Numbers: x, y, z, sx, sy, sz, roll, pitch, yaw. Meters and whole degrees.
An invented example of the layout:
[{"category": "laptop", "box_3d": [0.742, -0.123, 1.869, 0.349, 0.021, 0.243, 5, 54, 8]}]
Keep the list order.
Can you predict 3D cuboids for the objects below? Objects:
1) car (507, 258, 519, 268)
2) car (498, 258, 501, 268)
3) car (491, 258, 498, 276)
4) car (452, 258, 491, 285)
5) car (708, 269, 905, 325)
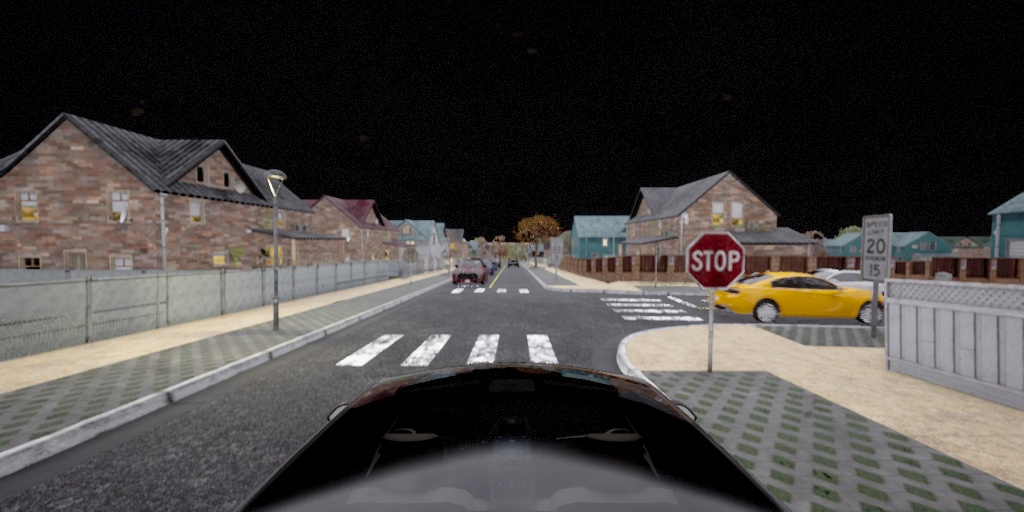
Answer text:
[{"category": "car", "box_3d": [0.224, 1.097, 56.999, 1.837, 1.490, 4.892, 0, 0, 0]}, {"category": "car", "box_3d": [-2.740, 1.135, 45.162, 2.033, 1.411, 5.357, 0, 0, 1]}, {"category": "car", "box_3d": [-2.769, 0.952, 34.933, 2.097, 1.767, 4.553, 0, 0, 0]}, {"category": "car", "box_3d": [-2.795, 0.982, 24.763, 2.097, 1.767, 4.553, 0, 0, 0]}, {"category": "car", "box_3d": [9.209, 1.262, 11.713, 5.008, 1.535, 1.882, 0, 2, 3]}]
